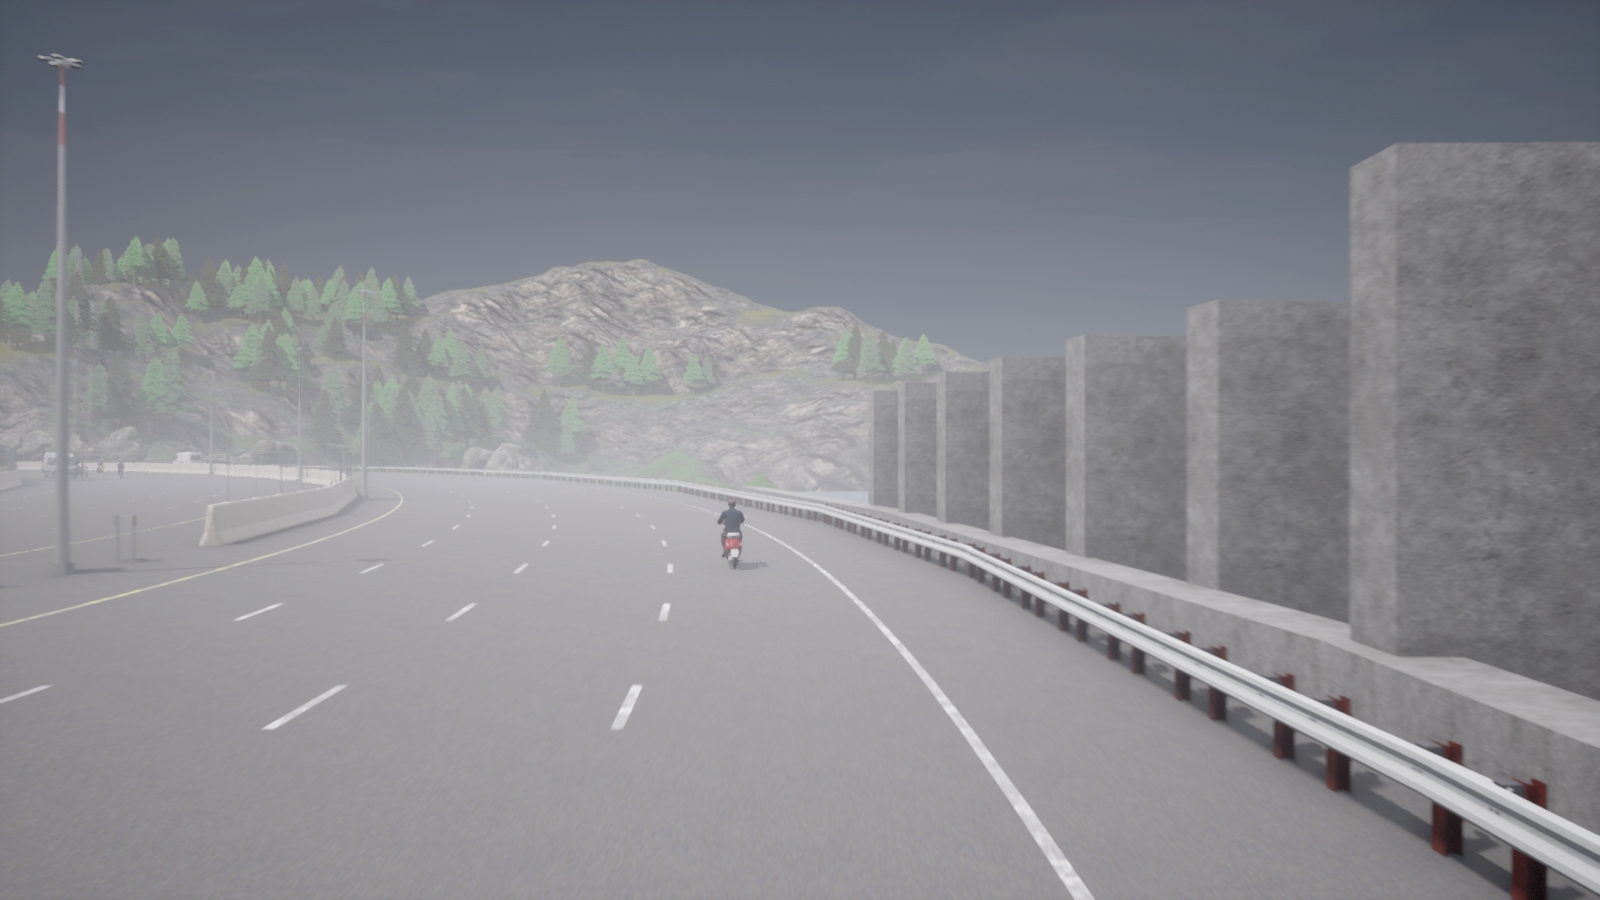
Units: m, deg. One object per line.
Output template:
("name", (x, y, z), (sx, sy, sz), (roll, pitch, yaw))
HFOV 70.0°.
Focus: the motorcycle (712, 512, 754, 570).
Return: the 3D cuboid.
("motorcycle", (-1.635, 2.177, 27.553), (0.856, 1.236, 1.805), (-1, 0, -7))
